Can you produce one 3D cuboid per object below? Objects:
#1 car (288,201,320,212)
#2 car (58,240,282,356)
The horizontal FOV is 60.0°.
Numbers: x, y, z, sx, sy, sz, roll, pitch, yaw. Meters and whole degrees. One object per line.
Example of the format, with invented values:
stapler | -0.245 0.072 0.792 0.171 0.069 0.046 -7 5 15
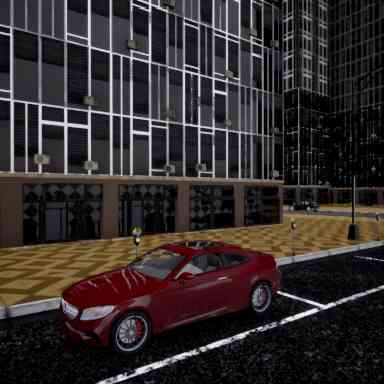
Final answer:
car | 15.229 1.899 45.337 2.008 1.369 4.403 -1 0 -36
car | -0.150 1.582 5.993 4.206 1.307 1.802 0 0 -36
